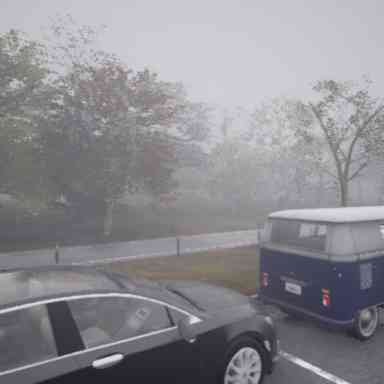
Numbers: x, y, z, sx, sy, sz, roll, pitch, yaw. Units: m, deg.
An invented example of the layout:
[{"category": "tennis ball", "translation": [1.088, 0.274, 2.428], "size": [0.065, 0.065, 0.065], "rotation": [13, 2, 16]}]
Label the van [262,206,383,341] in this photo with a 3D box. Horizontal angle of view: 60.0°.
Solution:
[{"category": "van", "translation": [3.433, 1.282, 6.498], "size": [4.442, 1.987, 1.878], "rotation": [0, 0, -33]}]

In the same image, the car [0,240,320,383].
[{"category": "car", "translation": [-1.199, 1.482, 3.202], "size": [4.892, 1.521, 2.231], "rotation": [-1, 0, -37]}]
